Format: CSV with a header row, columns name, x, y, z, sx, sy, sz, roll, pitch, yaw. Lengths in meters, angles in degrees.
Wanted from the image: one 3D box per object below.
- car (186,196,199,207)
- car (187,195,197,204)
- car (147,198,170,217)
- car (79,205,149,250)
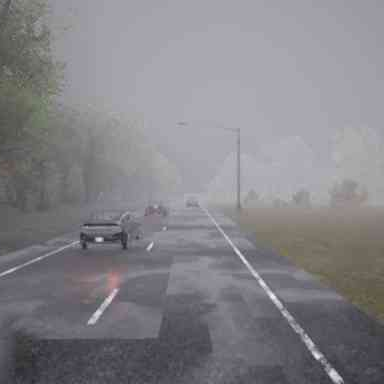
name,x,y,z,sx,sy,sz,roll,pitch,yaw
car,0.091,1.745,54.942,1.994,1.385,4.181,0,0,0
car,-0.007,1.599,73.084,2.097,1.767,4.553,0,0,0
car,-3.404,1.462,33.261,2.097,1.767,4.553,0,0,0
car,-3.403,1.540,14.624,2.128,1.511,4.902,0,0,0
